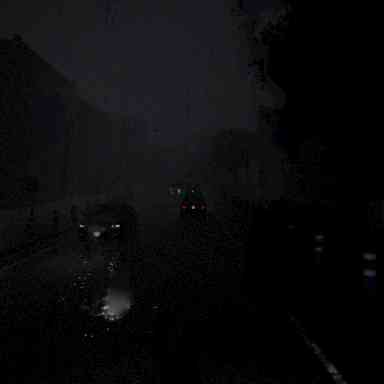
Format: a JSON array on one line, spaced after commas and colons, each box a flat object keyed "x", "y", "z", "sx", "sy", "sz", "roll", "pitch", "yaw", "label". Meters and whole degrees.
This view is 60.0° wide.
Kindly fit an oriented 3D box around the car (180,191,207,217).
[{"x": 0.096, "y": 0.925, "z": 24.195, "sx": 2.033, "sy": 1.411, "sz": 5.357, "roll": 0, "pitch": 3, "yaw": 0, "label": "car"}]

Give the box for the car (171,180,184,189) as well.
[{"x": -2.231, "y": -1.338, "z": 58.439, "sx": 1.994, "sy": 1.385, "sz": 4.181, "roll": 1, "pitch": 4, "yaw": 18, "label": "car"}]

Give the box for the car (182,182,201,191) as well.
[{"x": 0.098, "y": -0.231, "z": 42.489, "sx": 1.994, "sy": 1.385, "sz": 4.181, "roll": 0, "pitch": 4, "yaw": 0, "label": "car"}]

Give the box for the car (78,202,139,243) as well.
[{"x": -3.602, "y": 1.247, "z": 14.985, "sx": 2.128, "sy": 1.511, "sz": 4.902, "roll": 0, "pitch": 2, "yaw": 0, "label": "car"}]
